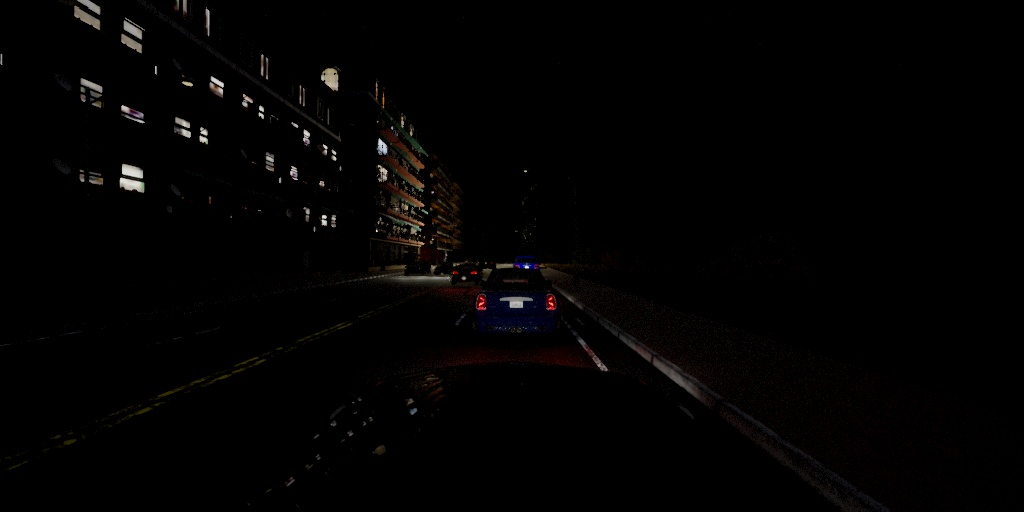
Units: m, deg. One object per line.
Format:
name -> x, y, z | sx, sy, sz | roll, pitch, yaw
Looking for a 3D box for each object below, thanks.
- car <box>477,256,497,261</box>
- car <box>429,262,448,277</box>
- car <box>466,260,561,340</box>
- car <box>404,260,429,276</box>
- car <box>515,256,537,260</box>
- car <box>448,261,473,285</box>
car -> -3.140, 0.974, 45.219 | 2.150, 2.045, 5.566 | 0, 0, 0
car -> -6.600, 1.301, 36.482 | 2.033, 1.411, 5.357 | 0, 0, 0
car -> 0.099, 1.103, 10.137 | 2.097, 1.767, 4.553 | 0, 0, 0
car -> -9.849, 1.231, 37.696 | 1.882, 1.535, 5.008 | 0, 0, 0
car -> 1.139, 0.979, 30.091 | 2.150, 2.045, 5.566 | 0, 0, 0
car -> -3.150, 1.279, 25.813 | 1.812, 1.442, 4.674 | 0, 0, 0
